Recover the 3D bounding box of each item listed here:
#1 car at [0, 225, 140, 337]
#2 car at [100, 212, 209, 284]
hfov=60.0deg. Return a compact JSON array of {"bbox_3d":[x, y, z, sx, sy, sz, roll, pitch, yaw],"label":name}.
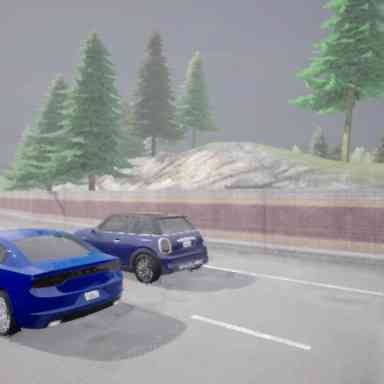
[{"bbox_3d":[-3.535,1.496,6.808,5.008,1.535,1.882,0,0,38],"label":"car"},{"bbox_3d":[-1.793,1.371,9.900,4.553,1.767,2.097,0,0,38],"label":"car"}]
